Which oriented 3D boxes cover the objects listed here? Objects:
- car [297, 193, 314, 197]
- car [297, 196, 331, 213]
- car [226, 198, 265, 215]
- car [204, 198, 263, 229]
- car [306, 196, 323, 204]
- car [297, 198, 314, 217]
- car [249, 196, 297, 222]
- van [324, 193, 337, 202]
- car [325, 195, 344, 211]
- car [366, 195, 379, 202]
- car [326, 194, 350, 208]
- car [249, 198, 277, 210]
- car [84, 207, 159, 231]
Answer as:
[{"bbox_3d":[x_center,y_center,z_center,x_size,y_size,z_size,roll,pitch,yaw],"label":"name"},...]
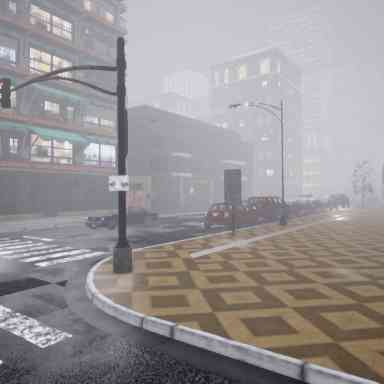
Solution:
[{"bbox_3d":[16.291,1.231,48.408,2.150,2.045,5.566,-1,0,36],"label":"car"},{"bbox_3d":[12.460,1.421,34.245,1.887,1.381,4.507,-1,0,36],"label":"car"},{"bbox_3d":[5.586,1.431,34.046,1.882,1.535,5.008,-1,-1,37],"label":"car"},{"bbox_3d":[2.504,1.352,20.739,1.967,1.590,4.097,-1,0,36],"label":"car"},{"bbox_3d":[22.607,1.439,61.295,1.752,1.417,4.829,-1,0,36],"label":"car"},{"bbox_3d":[9.142,1.470,29.743,1.802,1.307,4.206,-1,0,36],"label":"car"},{"bbox_3d":[5.821,1.215,25.242,2.192,1.841,5.009,-1,0,36],"label":"car"},{"bbox_3d":[29.343,1.229,70.437,1.690,1.788,3.998,-1,0,36],"label":"van"},{"bbox_3d":[15.778,1.415,38.747,2.008,1.369,4.403,-1,0,36],"label":"car"},{"bbox_3d":[35.688,1.334,65.761,1.887,1.381,4.507,-1,0,36],"label":"car"},{"bbox_3d":[19.094,1.167,43.251,2.192,1.841,5.009,-1,0,36],"label":"car"},{"bbox_3d":[9.334,1.489,43.286,1.752,1.417,4.829,-1,0,36],"label":"car"},{"bbox_3d":[-4.284,1.590,20.654,1.895,1.301,4.718,-1,0,36],"label":"car"}]
